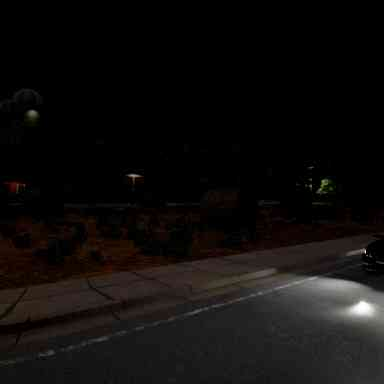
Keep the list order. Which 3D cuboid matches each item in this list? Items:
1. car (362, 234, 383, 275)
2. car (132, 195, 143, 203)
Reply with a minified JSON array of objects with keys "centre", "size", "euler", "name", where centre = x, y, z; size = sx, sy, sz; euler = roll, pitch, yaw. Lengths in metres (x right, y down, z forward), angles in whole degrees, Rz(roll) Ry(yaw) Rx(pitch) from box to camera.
[{"centre":[6.870,1.681,9.975],"size":[4.892,1.490,1.837],"euler":[1,-1,-40],"name":"car"},{"centre":[-12.323,1.691,75.892],"size":[1.905,1.878,3.866],"euler":[7,2,3],"name":"car"}]
